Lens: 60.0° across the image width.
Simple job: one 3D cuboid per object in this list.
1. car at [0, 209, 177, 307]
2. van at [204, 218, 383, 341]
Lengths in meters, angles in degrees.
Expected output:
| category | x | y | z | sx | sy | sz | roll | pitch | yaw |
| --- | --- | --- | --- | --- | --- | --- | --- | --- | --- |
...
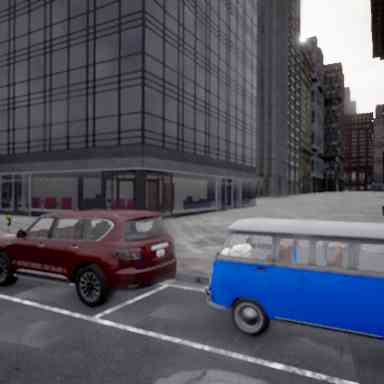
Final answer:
| category | x | y | z | sx | sy | sz | roll | pitch | yaw |
| --- | --- | --- | --- | --- | --- | --- | --- | --- | --- |
| car | -2.735 | 1.336 | 8.001 | 5.009 | 1.841 | 2.192 | 0 | 0 | 29 |
| van | 2.204 | 1.356 | 5.259 | 3.998 | 1.788 | 1.690 | 0 | 0 | 29 |
